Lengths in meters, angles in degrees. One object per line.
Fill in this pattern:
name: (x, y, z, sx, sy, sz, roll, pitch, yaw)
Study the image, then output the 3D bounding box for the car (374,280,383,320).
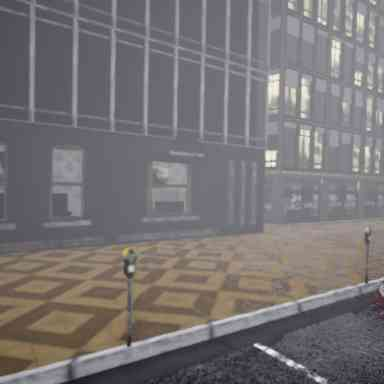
car: (4.967, 1.596, 5.899, 4.206, 1.307, 1.802, 1, 1, -34)
